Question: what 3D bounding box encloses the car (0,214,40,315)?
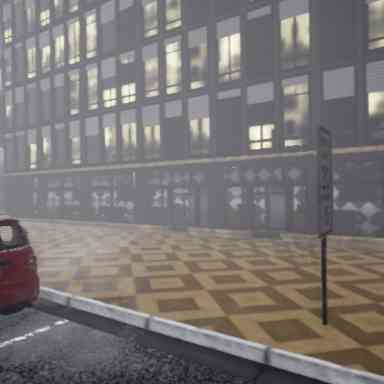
[{"bbox_3d":[-4.881,1.274,6.073,5.009,1.841,2.192,0,0,33],"label":"car"}]
